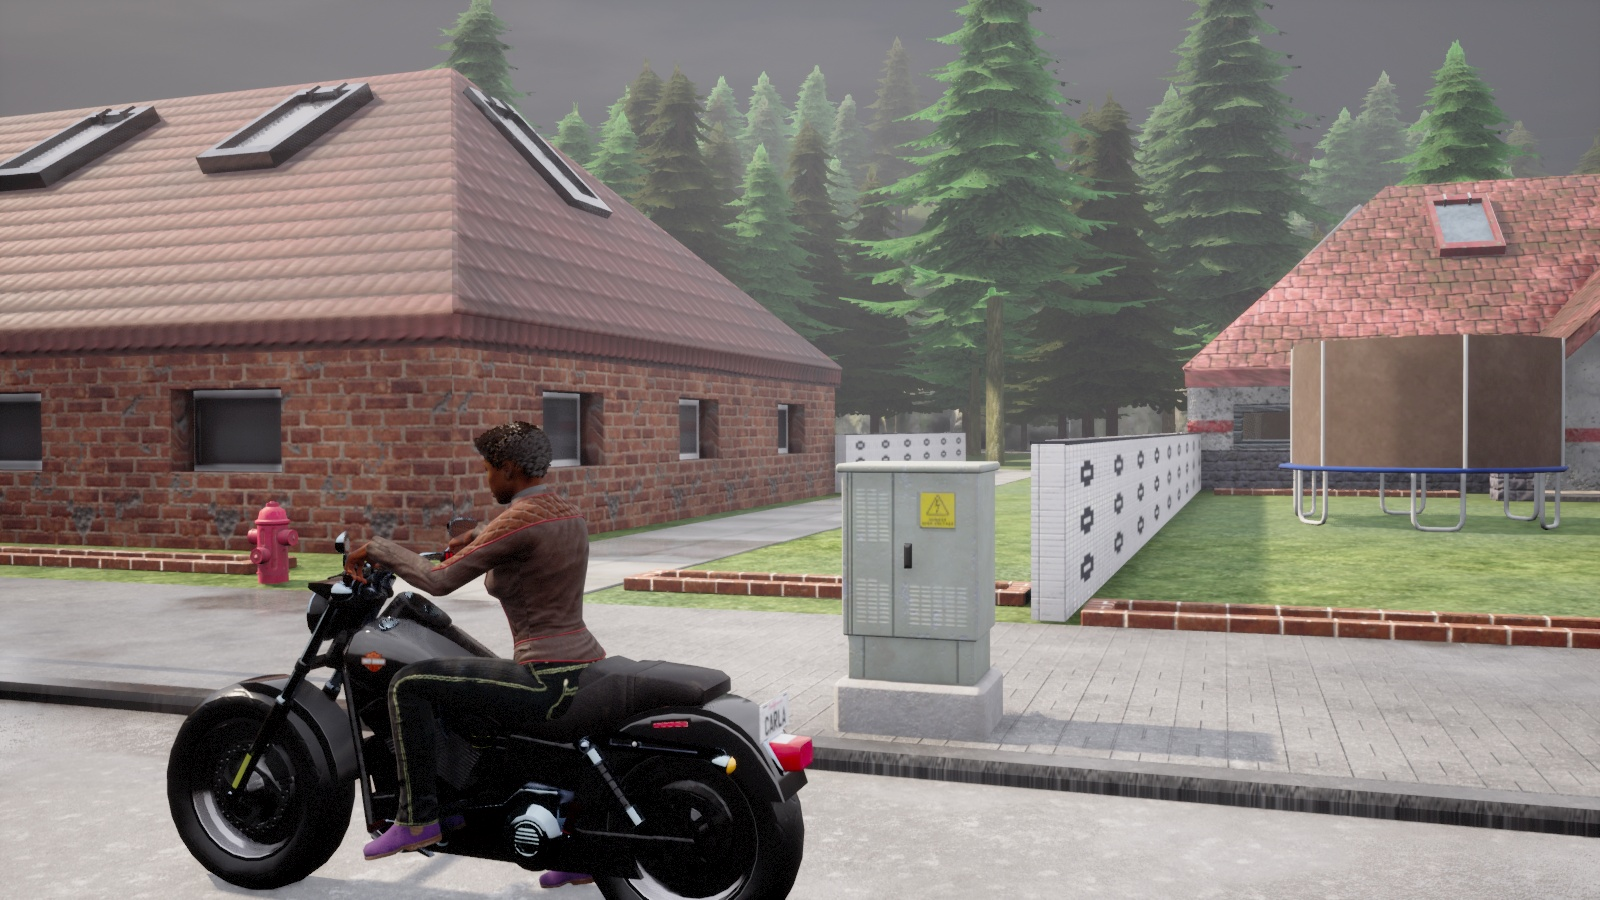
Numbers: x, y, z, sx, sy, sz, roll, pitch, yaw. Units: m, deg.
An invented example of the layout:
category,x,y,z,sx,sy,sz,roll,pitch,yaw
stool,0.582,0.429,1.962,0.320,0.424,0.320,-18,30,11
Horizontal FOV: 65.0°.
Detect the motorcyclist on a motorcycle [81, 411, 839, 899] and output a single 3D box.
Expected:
category,x,y,z,sx,sy,sz,roll,pitch,yaw
motorcyclist on a motorcycle,-1.109,0.707,4.093,2.350,1.649,0.766,0,1,19
